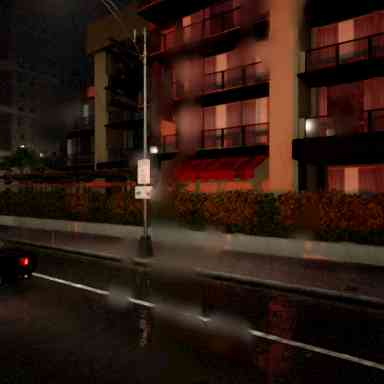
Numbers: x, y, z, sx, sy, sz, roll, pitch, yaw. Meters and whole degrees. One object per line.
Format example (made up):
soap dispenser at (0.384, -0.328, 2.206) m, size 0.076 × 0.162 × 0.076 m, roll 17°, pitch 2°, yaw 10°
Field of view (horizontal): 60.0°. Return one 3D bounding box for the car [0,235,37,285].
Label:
car at (-5.957, 1.601, 8.261) m, size 4.718 × 1.301 × 1.895 m, roll 0°, pitch 0°, yaw 36°
